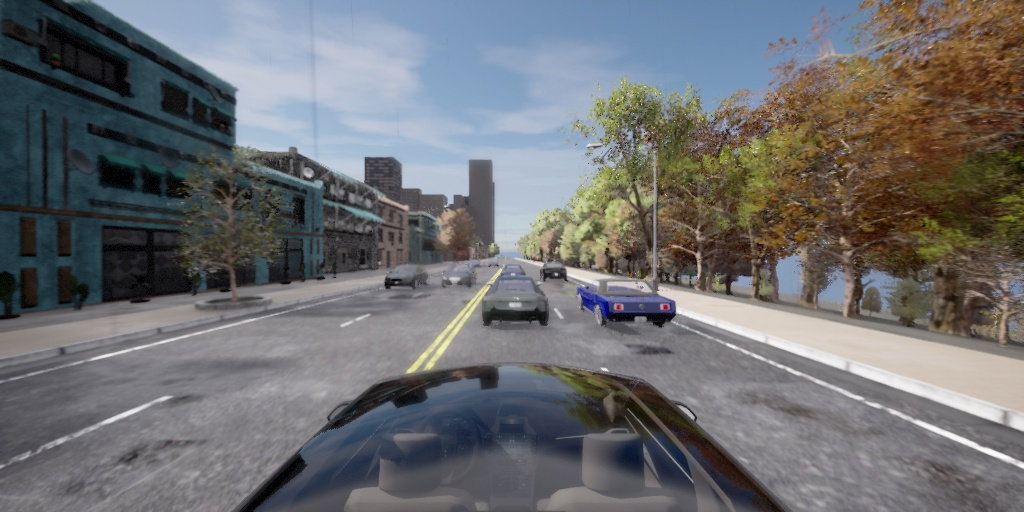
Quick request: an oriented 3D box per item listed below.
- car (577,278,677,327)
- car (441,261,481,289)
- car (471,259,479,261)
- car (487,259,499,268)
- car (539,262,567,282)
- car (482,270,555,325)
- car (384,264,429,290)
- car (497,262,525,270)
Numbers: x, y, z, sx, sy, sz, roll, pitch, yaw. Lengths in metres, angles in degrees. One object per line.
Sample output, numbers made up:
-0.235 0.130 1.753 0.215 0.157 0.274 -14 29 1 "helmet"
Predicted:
3.348 1.359 11.545 1.895 1.301 4.718 0 0 0 "car"
-3.353 1.259 23.417 2.128 1.511 4.902 0 0 0 "car"
-6.531 1.322 63.697 1.812 1.442 4.674 0 0 1 "car"
-3.277 1.329 64.521 1.812 1.442 4.674 0 0 0 "car"
3.345 1.250 29.567 1.882 1.535 5.008 0 0 0 "car"
0.098 1.322 11.873 1.994 1.385 4.181 0 0 0 "car"
-6.603 1.272 22.927 1.837 1.490 4.892 0 0 0 "car"
0.094 1.336 28.751 1.994 1.385 4.181 0 0 0 "car"
